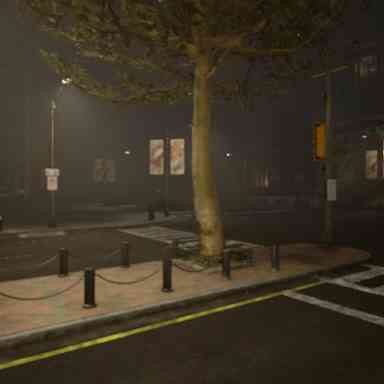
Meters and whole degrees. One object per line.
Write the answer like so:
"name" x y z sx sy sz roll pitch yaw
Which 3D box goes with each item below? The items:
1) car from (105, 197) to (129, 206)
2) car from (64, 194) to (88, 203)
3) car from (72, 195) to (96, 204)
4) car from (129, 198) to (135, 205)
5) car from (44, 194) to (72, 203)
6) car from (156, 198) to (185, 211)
"car" -12.738 1.536 54.149 2.033 1.411 5.357 0 0 -36
"car" -23.739 1.331 68.084 4.553 1.767 2.097 0 0 27
"car" -19.625 1.551 61.227 4.181 1.385 1.994 0 0 38
"car" -11.715 1.552 58.212 1.994 1.385 4.181 0 0 -40
"car" -26.673 1.141 65.595 5.357 1.411 2.033 0 0 24
"car" -2.744 1.517 40.067 1.812 1.442 4.674 0 0 -35
